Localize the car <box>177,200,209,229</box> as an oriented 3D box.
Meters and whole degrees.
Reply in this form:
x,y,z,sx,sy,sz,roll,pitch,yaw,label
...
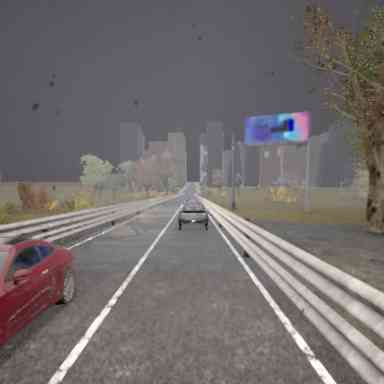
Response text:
x,y,z,sx,sy,sz,roll,pitch,yaw,label
0.084,1.483,21.630,2.128,1.511,4.902,0,0,0,car

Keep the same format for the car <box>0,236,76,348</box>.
x,y,z,sx,sy,sz,roll,pitch,yaw,label
-3.351,1.524,5.365,1.812,1.442,4.674,0,0,0,car
